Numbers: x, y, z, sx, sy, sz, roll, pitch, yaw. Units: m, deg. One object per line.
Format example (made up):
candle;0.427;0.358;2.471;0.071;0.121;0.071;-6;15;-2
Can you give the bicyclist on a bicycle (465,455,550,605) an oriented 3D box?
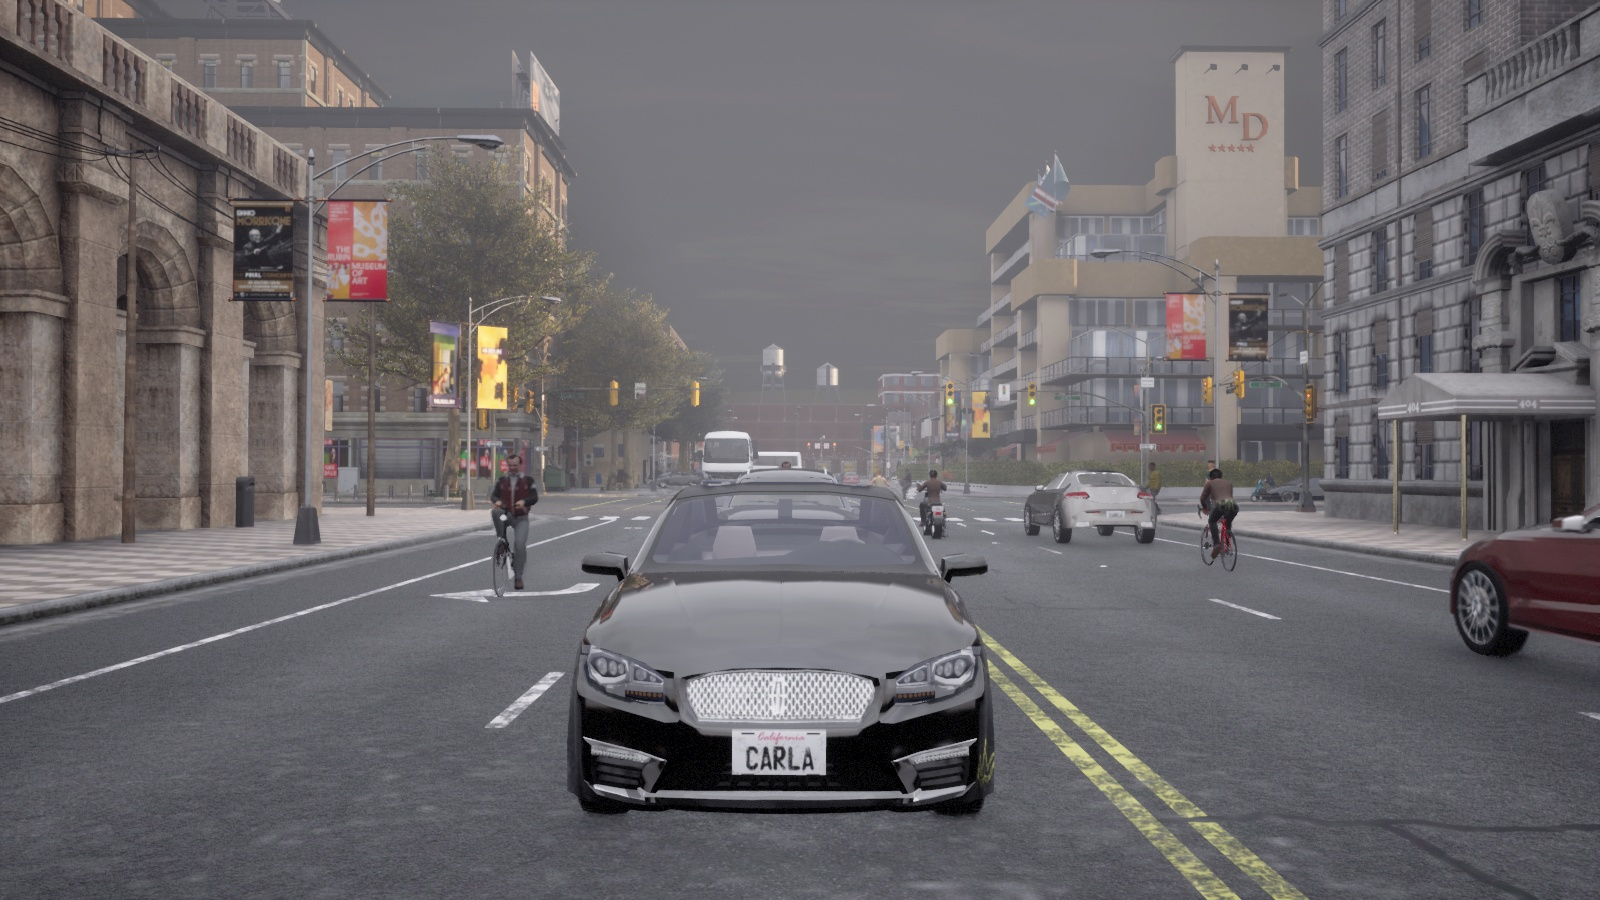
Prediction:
bicyclist on a bicycle;-3.661;0.965;15.836;0.659;1.776;1.843;0;-1;-1

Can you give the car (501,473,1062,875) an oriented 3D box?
car;-0.075;0.892;7.228;2.128;1.511;4.902;0;-1;0

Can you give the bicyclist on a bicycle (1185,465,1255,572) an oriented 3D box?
bicyclist on a bicycle;6.802;1.080;20.409;0.582;1.620;1.656;0;1;-1

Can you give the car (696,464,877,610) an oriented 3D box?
car;-0.165;1.024;16.622;2.033;1.649;4.856;0;-1;0

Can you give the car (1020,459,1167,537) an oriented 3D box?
car;6.662;1.055;29.146;2.152;1.651;5.027;0;-1;-1

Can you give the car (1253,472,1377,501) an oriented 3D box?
car;25.783;1.814;63.007;5.357;1.411;2.033;0;-1;-1

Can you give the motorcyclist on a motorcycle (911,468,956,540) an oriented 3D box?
motorcyclist on a motorcycle;3.150;1.252;29.827;0.766;1.649;2.350;0;-1;-1

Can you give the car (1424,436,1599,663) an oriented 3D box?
car;6.896;0.719;9.150;2.152;1.651;5.027;0;-1;0

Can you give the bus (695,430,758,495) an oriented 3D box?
bus;-4.931;0.914;86.961;3.944;4.253;10.273;0;-1;-1

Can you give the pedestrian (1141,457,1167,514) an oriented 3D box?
pedestrian;11.602;1.166;41.149;0.709;1.840;0.431;0;-1;-4
